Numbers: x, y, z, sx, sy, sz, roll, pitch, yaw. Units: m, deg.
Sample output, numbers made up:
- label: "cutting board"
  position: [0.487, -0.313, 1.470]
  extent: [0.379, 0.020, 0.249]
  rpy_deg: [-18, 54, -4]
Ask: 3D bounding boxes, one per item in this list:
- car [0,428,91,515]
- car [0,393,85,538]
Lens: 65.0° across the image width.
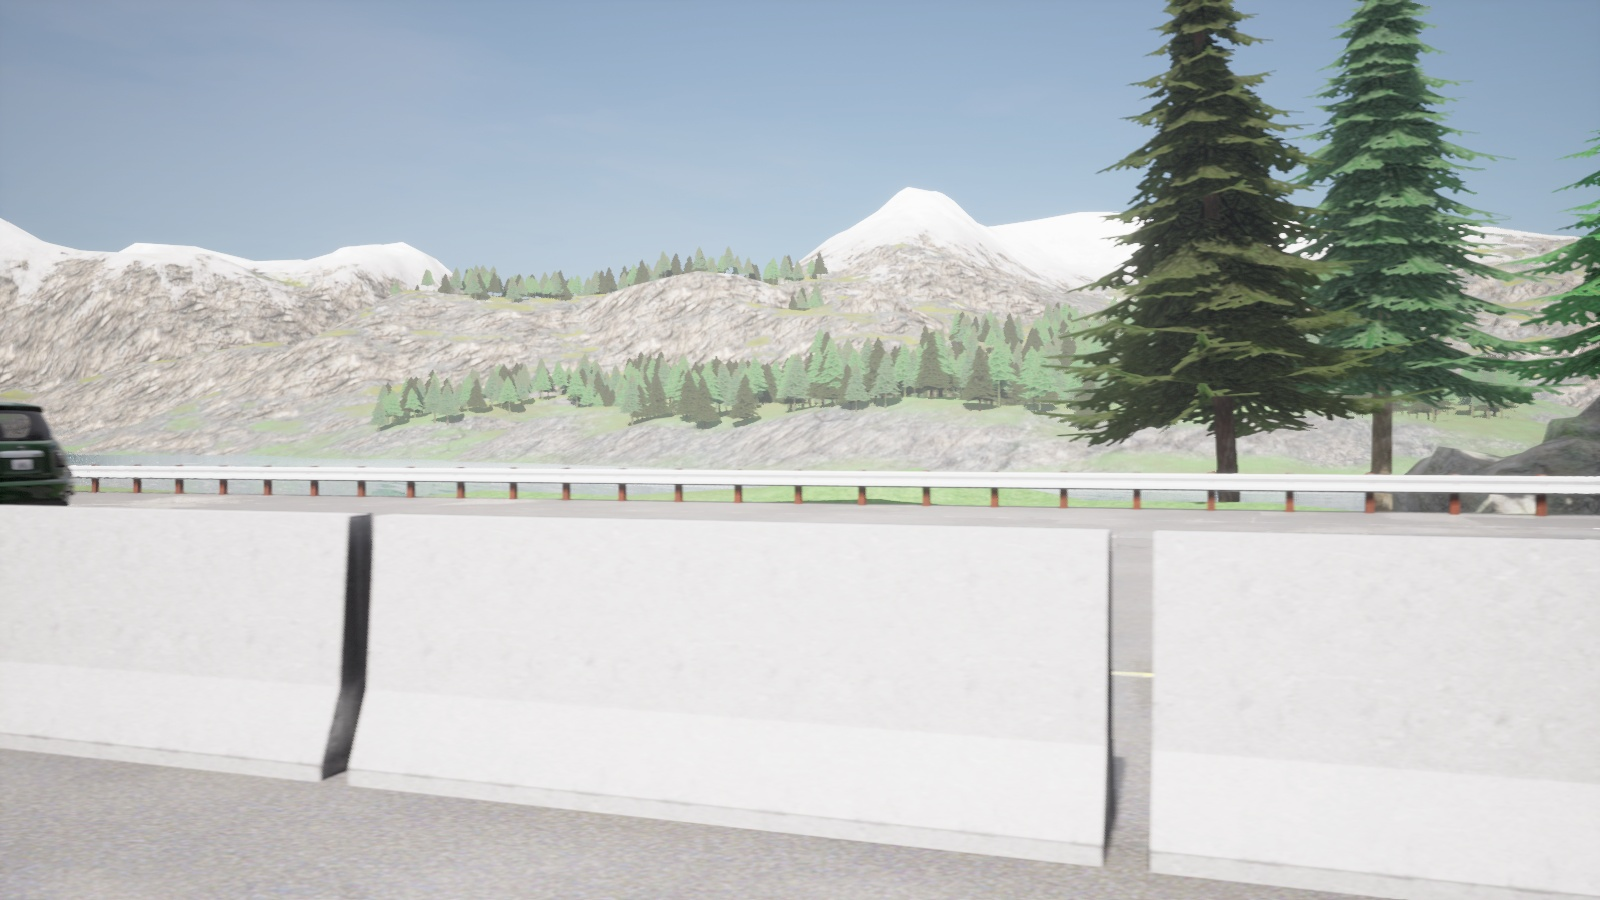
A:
- label: "car"
  position: [-15.985, 0.349, 23.354]
  extent: [4.902, 1.511, 2.128]
  rpy_deg: [1, 1, 19]
- label: "car"
  position: [-13.832, 0.190, 18.931]
  extent: [5.566, 2.045, 2.150]
  rpy_deg: [1, 1, 19]
